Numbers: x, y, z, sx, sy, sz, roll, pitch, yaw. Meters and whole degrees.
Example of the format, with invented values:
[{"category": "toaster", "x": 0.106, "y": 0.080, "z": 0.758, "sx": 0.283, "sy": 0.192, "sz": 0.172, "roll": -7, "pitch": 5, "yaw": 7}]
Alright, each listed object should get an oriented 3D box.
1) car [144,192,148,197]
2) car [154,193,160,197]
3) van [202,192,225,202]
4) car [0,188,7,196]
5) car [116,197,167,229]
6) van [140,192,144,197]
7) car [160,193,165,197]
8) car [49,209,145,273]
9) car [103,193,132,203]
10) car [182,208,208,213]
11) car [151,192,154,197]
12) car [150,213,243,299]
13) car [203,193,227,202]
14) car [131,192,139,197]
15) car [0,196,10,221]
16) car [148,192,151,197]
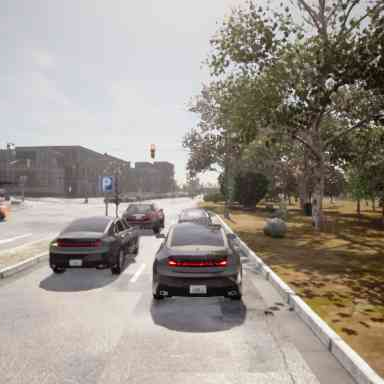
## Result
[{"category": "car", "x": -12.997, "y": 1.320, "z": 75.274, "sx": 4.892, "sy": 1.521, "sz": 2.231, "roll": -1, "pitch": 0, "yaw": -14}, {"category": "car", "x": -11.435, "y": 1.355, "z": 87.252, "sx": 4.674, "sy": 1.452, "sz": 2.002, "roll": -1, "pitch": 0, "yaw": -12}, {"category": "van", "x": 4.297, "y": 1.041, "z": 65.909, "sx": 4.442, "sy": 1.987, "sz": 1.878, "roll": 1, "pitch": 0, "yaw": -14}, {"category": "car", "x": -31.154, "y": 0.136, "z": 54.190, "sx": 2.002, "sy": 1.452, "sz": 4.674, "roll": 6, "pitch": -3, "yaw": -19}, {"category": "car", "x": -2.820, "y": 1.379, "z": 19.811, "sx": 2.097, "sy": 1.767, "sz": 4.553, "roll": 0, "pitch": 0, "yaw": 1}, {"category": "van", "x": -13.226, "y": 1.091, "z": 72.302, "sx": 4.442, "sy": 1.987, "sz": 1.878, "roll": -1, "pitch": 0, "yaw": -14}, {"category": "car", "x": -10.984, "y": 1.062, "z": 90.258, "sx": 5.566, "sy": 2.045, "sz": 2.435, "roll": -1, "pitch": 0, "yaw": -12}, {"category": "car", "x": -2.883, "y": 1.517, "z": 10.677, "sx": 1.837, "sy": 1.490, "sz": 4.892, "roll": 0, "pitch": 0, "yaw": 0}, {"category": "car", "x": -14.431, "y": 1.357, "z": 63.319, "sx": 4.792, "sy": 1.488, "sz": 2.163, "roll": -1, "pitch": 0, "yaw": -15}, {"category": "car", "x": 0.160, "y": 1.571, "z": 18.136, "sx": 2.033, "sy": 1.411, "sz": 5.357, "roll": 0, "pitch": 0, "yaw": 1}, {"category": "car", "x": -12.252, "y": 1.357, "z": 81.270, "sx": 4.674, "sy": 1.452, "sz": 2.002, "roll": -1, "pitch": 0, "yaw": -13}, {"category": "car", "x": 0.111, "y": 1.514, "z": 8.434, "sx": 1.837, "sy": 1.490, "sz": 4.892, "roll": 0, "pitch": 0, "yaw": 0}, {"category": "car", "x": 4.681, "y": 1.140, "z": 68.879, "sx": 4.553, "sy": 1.767, "sz": 2.185, "roll": 1, "pitch": 0, "yaw": -14}, {"category": "car", "x": -13.786, "y": 1.314, "z": 66.311, "sx": 5.366, "sy": 1.575, "sz": 1.946, "roll": -1, "pitch": 0, "yaw": -15}, {"category": "car", "x": -16.622, "y": 1.403, "z": 25.513, "sx": 4.553, "sy": 1.767, "sz": 2.185, "roll": -1, "pitch": 0, "yaw": -19}, {"category": "car", "x": -12.624, "y": 1.357, "z": 78.269, "sx": 4.674, "sy": 1.452, "sz": 2.002, "roll": -1, "pitch": 0, "yaw": -13}]
